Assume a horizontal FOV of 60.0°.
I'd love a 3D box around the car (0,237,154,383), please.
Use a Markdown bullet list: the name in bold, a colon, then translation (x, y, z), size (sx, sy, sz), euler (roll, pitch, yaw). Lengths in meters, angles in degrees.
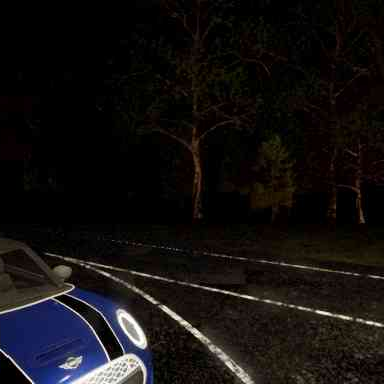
- **car**: translation (-2.582, 1.338, 3.726), size (4.553, 1.767, 2.097), euler (1, 0, 35)
